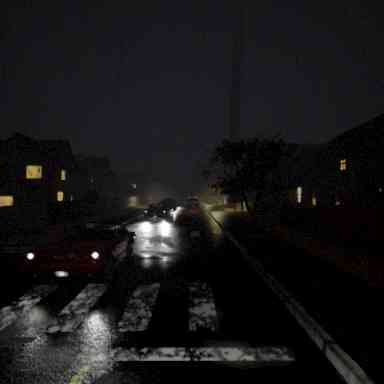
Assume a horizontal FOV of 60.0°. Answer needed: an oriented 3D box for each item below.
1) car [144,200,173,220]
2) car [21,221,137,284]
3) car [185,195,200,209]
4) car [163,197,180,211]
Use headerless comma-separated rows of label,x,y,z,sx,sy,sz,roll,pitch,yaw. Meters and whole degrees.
car,-2.872,1.620,27.978,1.895,1.301,4.718,0,0,0
car,-2.875,1.537,9.541,1.895,1.301,4.718,-1,-1,0
car,0.060,1.576,47.548,1.837,1.490,4.892,0,0,0
car,-2.879,1.529,41.523,1.882,1.535,5.008,0,0,0
